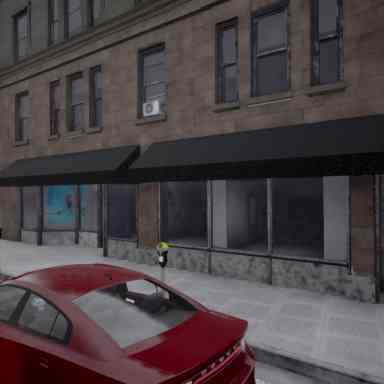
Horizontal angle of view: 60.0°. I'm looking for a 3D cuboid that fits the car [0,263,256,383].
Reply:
[{"bbox_3d":[-1.501,1.545,3.919,4.507,1.381,1.887,0,0,35],"label":"car"}]
